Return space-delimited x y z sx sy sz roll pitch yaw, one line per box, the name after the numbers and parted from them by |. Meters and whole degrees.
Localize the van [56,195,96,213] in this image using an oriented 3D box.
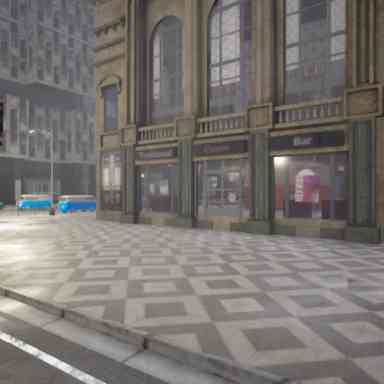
-11.619 1.260 34.150 1.690 1.788 3.998 0 0 36 | van

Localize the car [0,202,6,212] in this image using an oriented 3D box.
-21.822 1.485 34.549 2.008 1.369 4.403 0 0 36 | car

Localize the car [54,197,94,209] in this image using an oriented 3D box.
-15.374 1.438 43.543 1.752 1.417 4.829 0 0 36 | car

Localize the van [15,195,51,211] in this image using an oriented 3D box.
-18.548 1.264 39.115 1.690 1.788 3.998 0 0 36 | van
